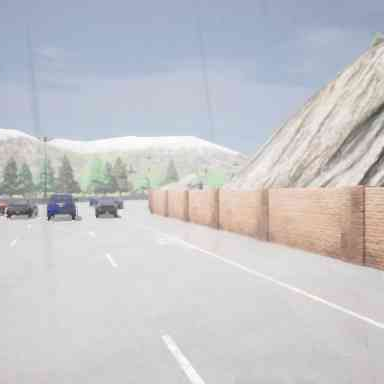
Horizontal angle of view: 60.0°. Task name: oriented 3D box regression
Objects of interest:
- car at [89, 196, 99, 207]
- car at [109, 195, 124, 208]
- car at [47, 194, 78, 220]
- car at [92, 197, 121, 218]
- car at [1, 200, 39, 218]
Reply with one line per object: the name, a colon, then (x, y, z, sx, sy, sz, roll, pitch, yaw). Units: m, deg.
car: (-13.918, 1.440, 50.397, 1.882, 1.535, 5.008, 0, -1, 3)
car: (-10.324, 1.320, 44.054, 2.097, 1.767, 4.553, 0, 0, -5)
car: (-11.071, 1.196, 28.560, 2.150, 2.045, 5.566, 0, 0, -18)
car: (-7.847, 1.483, 30.263, 1.837, 1.490, 4.892, 0, 0, -17)
car: (-15.002, 1.462, 29.712, 2.128, 1.511, 4.902, 0, 0, -16)
